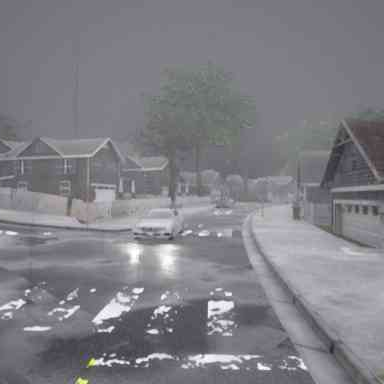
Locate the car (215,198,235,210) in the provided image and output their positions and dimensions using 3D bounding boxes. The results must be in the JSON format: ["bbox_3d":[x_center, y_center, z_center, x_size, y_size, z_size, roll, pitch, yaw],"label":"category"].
[{"bbox_3d":[4.311,1.521,42.885,1.837,1.490,4.892,-1,0,18],"label":"car"}]

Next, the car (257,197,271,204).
[{"bbox_3d":[14.551,1.626,66.787,1.837,1.490,4.892,0,-1,28],"label":"car"}]

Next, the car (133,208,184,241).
[{"bbox_3d":[-1.528,1.537,16.770,1.812,1.442,4.674,0,0,7],"label":"car"}]
